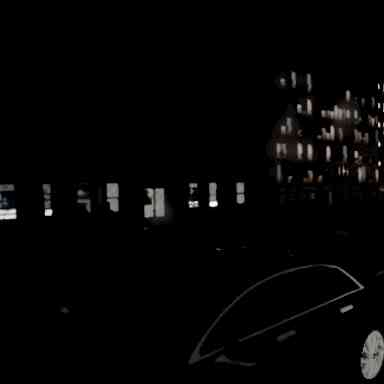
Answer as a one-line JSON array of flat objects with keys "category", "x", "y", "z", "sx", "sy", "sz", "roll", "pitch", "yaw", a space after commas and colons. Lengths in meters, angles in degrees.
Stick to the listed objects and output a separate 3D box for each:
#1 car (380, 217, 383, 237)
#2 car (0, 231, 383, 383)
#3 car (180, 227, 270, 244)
[{"category": "car", "x": 9.658, "y": 1.026, "z": 13.460, "sx": 5.009, "sy": 1.841, "sz": 2.192, "roll": -1, "pitch": 1, "yaw": -36}, {"category": "car", "x": 0.368, "y": 1.462, "z": 3.643, "sx": 4.892, "sy": 1.490, "sz": 1.837, "roll": -1, "pitch": 1, "yaw": -35}, {"category": "car", "x": 0.674, "y": 1.481, "z": 7.047, "sx": 4.313, "sy": 1.339, "sz": 1.947, "roll": -1, "pitch": 1, "yaw": -36}]
